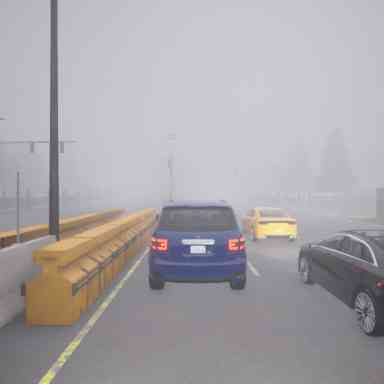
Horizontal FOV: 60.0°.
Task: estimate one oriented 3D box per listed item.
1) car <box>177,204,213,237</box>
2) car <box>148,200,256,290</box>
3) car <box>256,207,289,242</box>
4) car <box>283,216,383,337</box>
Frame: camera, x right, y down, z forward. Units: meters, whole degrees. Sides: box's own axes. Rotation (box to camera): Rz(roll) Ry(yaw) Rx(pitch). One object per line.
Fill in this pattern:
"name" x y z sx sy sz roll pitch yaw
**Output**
"car" 0.154 1.505 19.070 1.837 1.490 4.892 0 0 0
"car" 0.127 1.222 9.221 2.150 2.045 5.566 0 0 0
"car" 3.646 1.478 16.454 1.882 1.535 5.008 0 0 0
"car" 3.615 1.492 6.612 2.128 1.511 4.902 0 0 0
